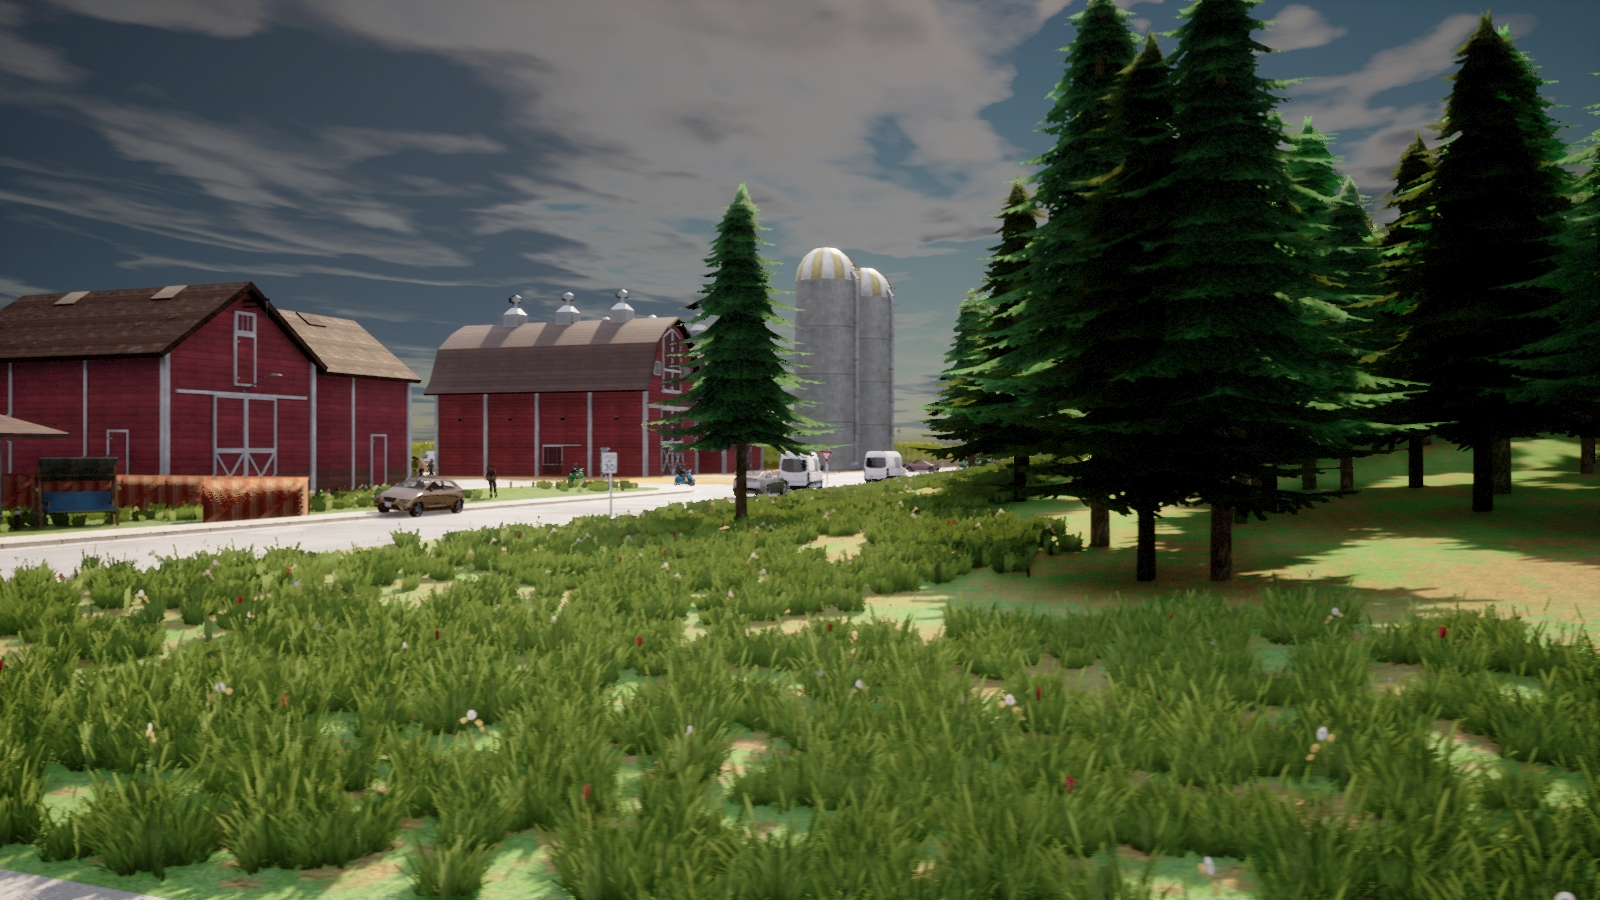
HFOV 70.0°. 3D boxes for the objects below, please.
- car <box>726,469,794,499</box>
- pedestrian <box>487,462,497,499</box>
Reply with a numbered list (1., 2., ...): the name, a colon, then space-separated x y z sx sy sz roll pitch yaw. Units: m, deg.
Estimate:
1. car: -2.156 1.891 63.966 2.128 1.511 4.902 0 0 20
2. pedestrian: -15.355 1.523 56.979 0.375 1.860 0.375 0 0 6
